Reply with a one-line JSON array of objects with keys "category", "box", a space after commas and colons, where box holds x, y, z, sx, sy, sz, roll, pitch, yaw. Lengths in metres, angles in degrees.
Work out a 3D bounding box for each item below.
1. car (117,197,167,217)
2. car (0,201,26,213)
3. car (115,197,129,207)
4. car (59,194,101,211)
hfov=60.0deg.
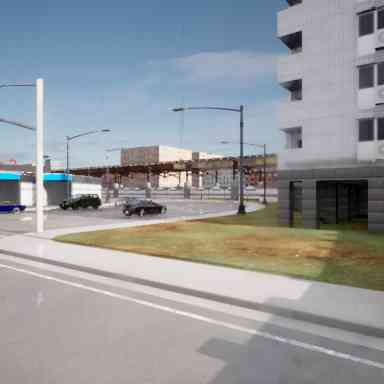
[{"category": "car", "box": [-4.347, 1.505, 31.066, 1.837, 1.490, 4.892, 0, 0, 34]}, {"category": "car", "box": [-19.701, 1.601, 33.931, 1.895, 1.301, 4.718, 0, 0, 37]}, {"category": "car", "box": [-10.291, 1.492, 51.660, 2.128, 1.511, 4.902, 0, 0, 14]}, {"category": "car", "box": [-14.060, 1.221, 42.249, 2.150, 2.045, 5.566, 0, 0, 29]}]
